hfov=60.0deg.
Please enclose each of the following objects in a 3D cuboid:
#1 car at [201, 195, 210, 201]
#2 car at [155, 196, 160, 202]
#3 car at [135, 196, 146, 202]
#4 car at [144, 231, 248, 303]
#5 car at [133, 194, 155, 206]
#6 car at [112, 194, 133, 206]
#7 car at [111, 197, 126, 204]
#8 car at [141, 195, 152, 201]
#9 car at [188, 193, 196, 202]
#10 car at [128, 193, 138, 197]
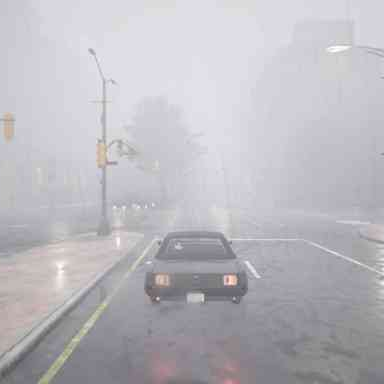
[{"bbox_3d":[3.500,1.593,85.728,1.895,1.301,4.718,0,0,0],"label":"car"},{"bbox_3d":[-8.029,1.562,65.742,1.994,1.385,4.181,0,0,1],"label":"car"},{"bbox_3d":[-11.500,1.551,74.403,1.994,1.385,4.181,0,0,0],"label":"car"},{"bbox_3d":[0.075,1.601,8.160,1.895,1.301,4.718,0,0,0],"label":"car"},{"bbox_3d":[-8.088,1.546,56.506,2.033,1.411,5.357,0,0,0],"label":"car"},{"bbox_3d":[-11.588,1.524,55.107,1.812,1.442,4.674,0,0,0],"label":"car"},{"bbox_3d":[-14.749,1.593,66.814,1.895,1.301,4.718,0,0,0],"label":"car"},{"bbox_3d":[-11.500,1.523,84.637,2.128,1.511,4.902,0,0,0],"label":"car"},{"bbox_3d":[0.005,1.539,76.757,2.033,1.411,5.357,0,0,0],"label":"car"},{"bbox_3d":[-11.537,1.220,64.520,2.150,2.045,5.566,0,0,1],"label":"car"}]
